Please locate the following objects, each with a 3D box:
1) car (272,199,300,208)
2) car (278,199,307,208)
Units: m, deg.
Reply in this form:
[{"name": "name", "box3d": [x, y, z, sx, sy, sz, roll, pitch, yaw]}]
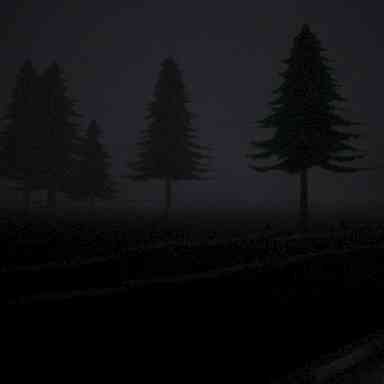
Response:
[{"name": "car", "box3d": [17.133, 2.101, 59.357, 5.357, 1.411, 2.033, 0, 0, 30]}, {"name": "car", "box3d": [18.658, 2.093, 62.081, 4.892, 1.490, 1.837, 0, 0, 30]}]
